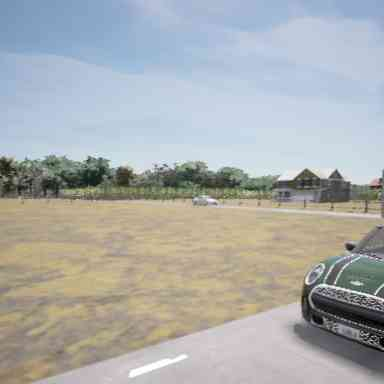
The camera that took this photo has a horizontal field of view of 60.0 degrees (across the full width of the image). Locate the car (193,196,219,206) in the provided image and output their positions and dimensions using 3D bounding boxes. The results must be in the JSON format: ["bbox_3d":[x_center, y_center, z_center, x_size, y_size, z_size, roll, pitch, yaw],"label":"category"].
[{"bbox_3d":[1.933,1.312,48.519,1.812,1.442,4.674,2,-1,-36],"label":"car"}]

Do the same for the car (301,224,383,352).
[{"bbox_3d":[4.013,1.349,5.917,4.553,1.767,2.097,0,0,-35],"label":"car"}]
